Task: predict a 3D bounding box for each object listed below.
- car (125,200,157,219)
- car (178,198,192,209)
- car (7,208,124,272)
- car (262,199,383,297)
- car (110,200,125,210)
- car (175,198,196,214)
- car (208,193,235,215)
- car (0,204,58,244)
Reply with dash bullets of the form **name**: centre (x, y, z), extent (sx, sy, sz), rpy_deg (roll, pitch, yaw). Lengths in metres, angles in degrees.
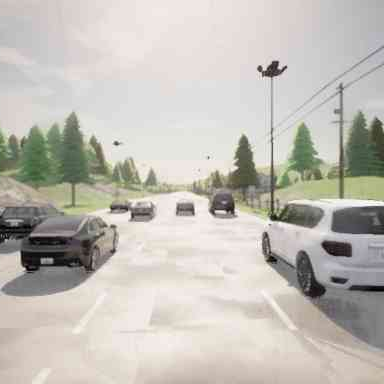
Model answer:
- **car**: centre (-4.060, 1.465, 28.438), extent (2.033, 1.411, 5.357), rpy_deg (0, 0, -1)
- **car**: centre (-0.950, 1.455, 44.680), extent (1.895, 1.301, 4.718), rpy_deg (0, 0, -1)
- **car**: centre (-3.656, 1.479, 10.703), extent (1.837, 1.490, 4.892), rpy_deg (0, 0, -1)
- **car**: centre (3.411, 1.183, 8.604), extent (2.150, 2.045, 5.566), rpy_deg (0, 0, -1)
- **car**: centre (-7.771, 1.502, 37.084), extent (1.895, 1.301, 4.718), rpy_deg (0, 0, -1)
- **car**: centre (-0.675, 1.383, 33.186), extent (2.128, 1.511, 4.902), rpy_deg (0, 0, -1)
- **car**: centre (2.839, 1.105, 32.588), extent (2.150, 2.045, 5.566), rpy_deg (0, 0, -1)
- **car**: centre (-7.266, 1.321, 15.693), extent (2.097, 1.767, 4.553), rpy_deg (0, 0, -1)
